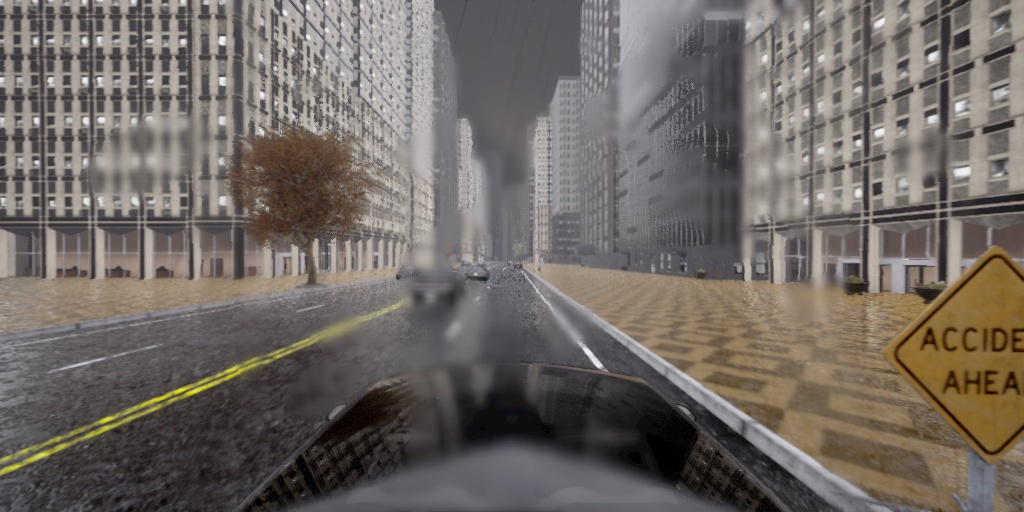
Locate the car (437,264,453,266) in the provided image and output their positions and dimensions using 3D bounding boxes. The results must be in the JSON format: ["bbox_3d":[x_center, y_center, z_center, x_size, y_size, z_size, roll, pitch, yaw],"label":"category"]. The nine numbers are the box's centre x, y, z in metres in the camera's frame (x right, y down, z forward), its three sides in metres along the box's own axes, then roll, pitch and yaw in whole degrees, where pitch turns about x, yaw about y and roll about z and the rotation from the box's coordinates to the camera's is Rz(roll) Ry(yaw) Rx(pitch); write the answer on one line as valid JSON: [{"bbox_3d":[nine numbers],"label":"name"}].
[{"bbox_3d":[-6.591,1.546,35.123,1.837,1.490,4.892,0,0,0],"label":"car"}]

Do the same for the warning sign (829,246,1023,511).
[{"bbox_3d":[2.849,0.870,2.187,1.300,1.860,1.060,0,0,0],"label":"warning sign"}]

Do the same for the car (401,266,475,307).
[{"bbox_3d":[-3.153,1.370,16.359,2.128,1.511,4.902,0,0,0],"label":"car"}]

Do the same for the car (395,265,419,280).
[{"bbox_3d":[-9.843,1.565,34.958,1.812,1.442,4.674,0,0,0],"label":"car"}]

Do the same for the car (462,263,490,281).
[{"bbox_3d":[-3.150,1.590,33.323,1.994,1.385,4.181,0,0,0],"label":"car"}]
